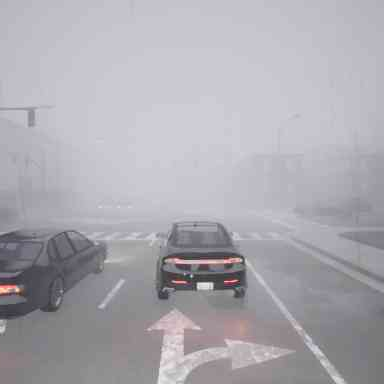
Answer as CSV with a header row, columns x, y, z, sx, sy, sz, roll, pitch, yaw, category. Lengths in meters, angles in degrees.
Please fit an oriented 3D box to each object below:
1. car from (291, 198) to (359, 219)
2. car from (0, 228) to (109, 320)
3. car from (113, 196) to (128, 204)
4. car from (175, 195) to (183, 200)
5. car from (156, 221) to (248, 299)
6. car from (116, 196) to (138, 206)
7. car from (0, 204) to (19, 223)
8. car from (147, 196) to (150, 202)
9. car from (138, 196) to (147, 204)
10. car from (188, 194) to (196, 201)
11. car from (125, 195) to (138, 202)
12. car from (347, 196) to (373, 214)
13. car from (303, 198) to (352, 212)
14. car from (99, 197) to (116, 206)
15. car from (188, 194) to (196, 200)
x,y,z,sx,sy,sz,roll,pitch,yaw,category
10.975,1.491,28.153,4.902,1.511,2.128,0,0,2,car
-3.434,1.547,7.639,2.033,1.411,5.357,0,0,0,car
-14.043,1.525,65.713,1.812,1.442,4.674,0,0,0,car
-3.533,1.524,92.864,1.812,1.442,4.674,0,0,0,car
0.112,1.492,8.445,2.128,1.511,4.902,0,0,-3,car
-10.621,1.478,54.872,1.882,1.535,5.008,0,0,0,car
-14.108,1.547,23.065,2.033,1.411,5.357,0,0,0,car
-10.526,1.552,74.554,1.994,1.385,4.181,0,0,0,car
-10.560,1.478,64.675,1.882,1.535,5.008,0,0,1,car
-0.029,1.500,82.458,1.837,1.490,4.892,0,0,0,car
-14.027,1.540,76.868,2.033,1.411,5.357,0,0,0,car
16.528,1.352,35.209,4.553,1.767,2.097,0,0,0,car
15.698,1.491,38.710,4.902,1.511,2.128,0,0,0,car
-14.105,1.564,55.582,1.994,1.385,4.181,0,0,0,car
-0.033,1.355,92.849,2.097,1.767,4.553,0,0,0,car
